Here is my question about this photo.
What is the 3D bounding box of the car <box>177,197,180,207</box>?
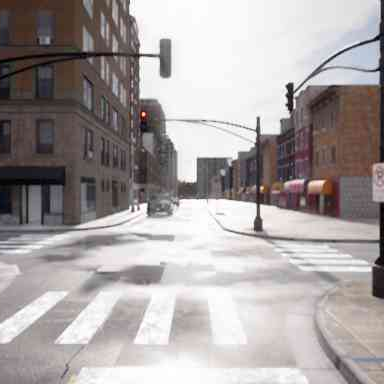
[{"bbox_3d":[-2.943,1.468,52.729,1.882,1.535,5.008,0,0,0],"label":"car"}]

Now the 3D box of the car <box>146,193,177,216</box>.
[{"bbox_3d":[-2.926,1.144,31.367,2.150,2.045,5.566,0,0,0],"label":"car"}]
